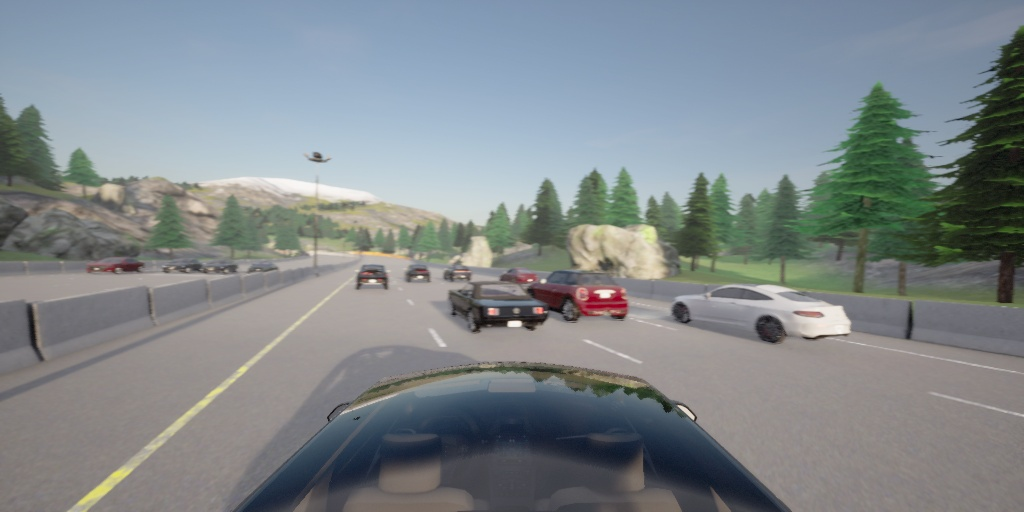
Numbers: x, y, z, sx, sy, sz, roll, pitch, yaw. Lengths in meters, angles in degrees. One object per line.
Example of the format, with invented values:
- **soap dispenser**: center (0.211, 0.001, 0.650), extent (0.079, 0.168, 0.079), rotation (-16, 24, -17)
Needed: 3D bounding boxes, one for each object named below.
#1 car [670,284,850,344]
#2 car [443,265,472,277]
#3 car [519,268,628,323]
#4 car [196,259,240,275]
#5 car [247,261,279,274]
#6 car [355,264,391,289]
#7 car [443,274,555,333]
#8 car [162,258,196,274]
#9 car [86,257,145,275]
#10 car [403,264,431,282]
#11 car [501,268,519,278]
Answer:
- **car**: center (6.944, 1.543, 10.661), extent (1.812, 1.442, 4.674), rotation (2, -1, -21)
- **car**: center (-4.935, 1.536, 32.238), extent (2.128, 1.511, 4.902), rotation (2, -1, -21)
- **car**: center (2.197, 1.276, 13.349), extent (2.097, 1.767, 4.553), rotation (2, -1, -21)
- **car**: center (-28.826, 1.068, 35.639), extent (1.837, 1.490, 4.892), rotation (2, -2, -20)
- **car**: center (-25.648, 1.228, 37.131), extent (1.994, 1.385, 4.181), rotation (2, -1, -20)
- **car**: center (-8.977, 1.286, 23.141), extent (1.837, 1.490, 4.892), rotation (2, -2, -21)
- **car**: center (-0.703, 1.424, 11.104), extent (1.895, 1.301, 4.718), rotation (2, -1, -21)
- **car**: center (-32.574, 0.983, 35.687), extent (1.837, 1.490, 4.892), rotation (2, -2, -20)
- **car**: center (-34.806, 0.824, 31.647), extent (1.882, 1.535, 5.008), rotation (2, -1, -20)
- **car**: center (-8.180, 1.449, 30.926), extent (1.837, 1.490, 4.892), rotation (2, -1, -21)
- **car**: center (0.505, 1.616, 27.729), extent (1.812, 1.442, 4.674), rotation (2, -1, -21)
